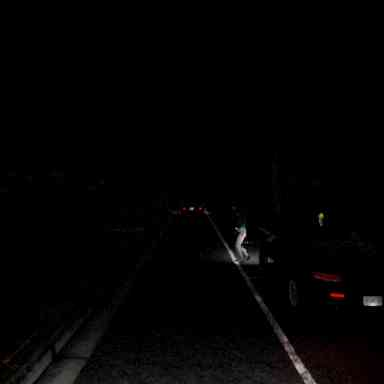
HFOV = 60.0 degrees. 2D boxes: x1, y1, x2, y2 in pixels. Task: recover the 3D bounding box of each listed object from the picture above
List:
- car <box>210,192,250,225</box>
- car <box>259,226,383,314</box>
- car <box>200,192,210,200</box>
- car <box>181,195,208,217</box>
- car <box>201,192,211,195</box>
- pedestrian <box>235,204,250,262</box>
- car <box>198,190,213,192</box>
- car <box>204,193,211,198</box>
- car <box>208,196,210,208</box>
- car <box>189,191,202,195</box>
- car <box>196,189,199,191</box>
[{"bbox_3d":[2.663,1.112,22.499,2.192,1.841,5.009,2,1,0],"label":"car"},{"bbox_3d":[2.749,1.470,7.358,1.812,1.442,4.674,0,1,0],"label":"car"},{"bbox_3d":[2.650,0.759,66.939,1.802,1.307,4.206,2,1,0],"label":"car"},{"bbox_3d":[0.040,1.284,27.760,2.033,1.411,5.357,0,1,0],"label":"car"},{"bbox_3d":[2.656,1.067,44.726,1.947,1.339,4.313,2,1,0],"label":"car"},{"bbox_3d":[1.481,1.213,10.220,0.375,1.860,0.375,2,-1,0],"label":"pedestrian"},{"bbox_3d":[2.662,0.650,55.829,2.192,1.841,5.009,2,1,0],"label":"car"},{"bbox_3d":[2.657,1.149,39.170,1.947,1.339,4.313,2,1,0],"label":"car"},{"bbox_3d":[2.657,1.277,28.059,1.887,1.381,4.507,2,1,0],"label":"car"},{"bbox_3d":[0.048,1.029,45.987,2.033,1.411,5.357,0,1,1],"label":"car"},{"bbox_3d":[2.651,0.335,89.150,1.967,1.590,4.097,2,1,0],"label":"car"}]
